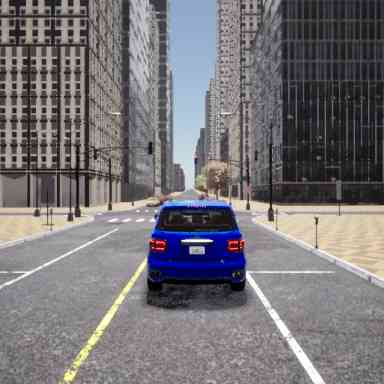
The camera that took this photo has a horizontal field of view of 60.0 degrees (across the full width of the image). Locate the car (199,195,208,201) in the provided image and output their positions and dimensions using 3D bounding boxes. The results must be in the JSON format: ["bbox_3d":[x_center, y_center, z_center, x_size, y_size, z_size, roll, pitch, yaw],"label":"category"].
[{"bbox_3d":[2.690,1.415,78.829,1.752,1.417,4.829,0,0,0],"label":"car"}]

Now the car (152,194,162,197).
[{"bbox_3d":[-5.819,1.483,50.113,1.752,1.417,4.829,0,0,0],"label":"car"}]

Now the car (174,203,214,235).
[{"bbox_3d":[0.095,1.485,19.842,2.128,1.511,4.902,0,0,0],"label":"car"}]

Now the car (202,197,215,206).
[{"bbox_3d":[2.790,1.497,55.961,2.008,1.369,4.403,0,0,0],"label":"car"}]

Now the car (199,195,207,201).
[{"bbox_3d":[2.690,1.418,84.333,1.887,1.381,4.507,0,0,0],"label":"car"}]

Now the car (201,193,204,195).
[{"bbox_3d":[2.692,1.220,72.984,2.192,1.841,5.009,0,0,0],"label":"car"}]

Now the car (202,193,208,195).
[{"bbox_3d":[2.821,1.398,50.283,1.967,1.590,4.097,0,0,0],"label":"car"}]

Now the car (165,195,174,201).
[{"bbox_3d":[-5.691,1.424,84.339,2.008,1.369,4.403,0,0,0],"label":"car"}]

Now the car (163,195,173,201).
[{"bbox_3d":[-5.690,1.435,78.663,1.887,1.381,4.507,0,0,0],"label":"car"}]

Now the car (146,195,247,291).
[{"bbox_3d":[0.098,1.220,9.112,2.150,2.045,5.566,0,0,0],"label":"car"}]

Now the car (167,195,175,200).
[{"bbox_3d":[-5.691,1.407,90.014,2.008,1.369,4.403,0,0,0],"label":"car"}]
